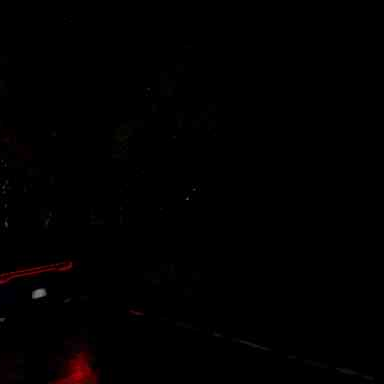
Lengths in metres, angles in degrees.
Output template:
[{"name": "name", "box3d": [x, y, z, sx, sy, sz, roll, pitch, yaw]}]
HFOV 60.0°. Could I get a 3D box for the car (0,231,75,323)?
[{"name": "car", "box3d": [-4.526, 1.555, 6.915, 5.008, 1.535, 1.882, -1, -1, 35]}]
